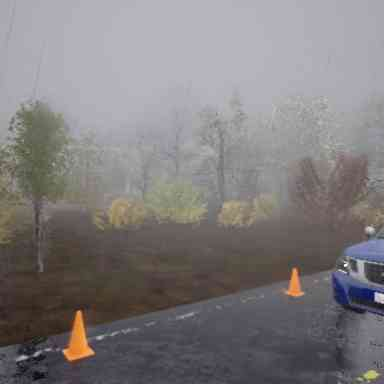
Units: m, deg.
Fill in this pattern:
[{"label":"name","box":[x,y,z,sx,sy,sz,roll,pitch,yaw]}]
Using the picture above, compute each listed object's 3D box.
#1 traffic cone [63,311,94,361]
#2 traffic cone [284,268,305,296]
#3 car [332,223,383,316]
[{"label":"traffic cone","box":[-1.596,1.978,4.696,0.340,0.580,0.340,1,-1,-36]},{"label":"traffic cone","box":[2.369,2.042,7.650,0.340,0.580,0.340,1,-1,-37]},{"label":"car","box":[5.153,1.329,6.805,5.566,2.045,2.150,1,-1,-38]}]
